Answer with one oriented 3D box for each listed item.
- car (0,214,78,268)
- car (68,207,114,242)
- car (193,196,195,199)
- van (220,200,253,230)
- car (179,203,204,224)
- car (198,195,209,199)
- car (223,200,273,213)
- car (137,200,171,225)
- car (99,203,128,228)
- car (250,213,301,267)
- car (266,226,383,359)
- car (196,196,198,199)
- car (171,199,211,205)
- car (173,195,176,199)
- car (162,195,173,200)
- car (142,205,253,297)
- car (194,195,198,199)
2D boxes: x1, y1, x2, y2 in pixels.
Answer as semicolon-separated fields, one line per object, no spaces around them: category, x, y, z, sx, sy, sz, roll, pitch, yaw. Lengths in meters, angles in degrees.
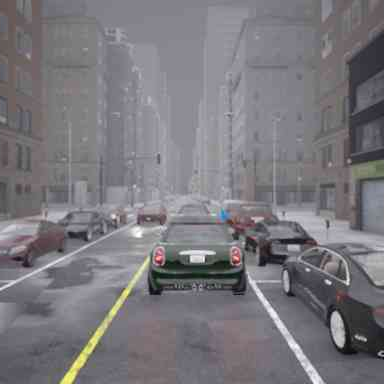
car;-5.651;1.637;11.476;1.802;1.307;4.206;0;0;0
car;-5.642;1.648;17.001;1.947;1.339;4.313;0;0;0
car;2.097;2.072;94.672;1.887;1.381;4.507;0;0;-1
van;2.893;1.450;22.519;1.690;1.788;3.998;0;0;0
car;0.039;1.656;27.111;1.812;1.442;4.674;0;0;2
car;2.675;1.785;66.408;1.967;1.590;4.097;0;0;-1
car;2.884;1.397;16.996;2.192;1.841;5.009;0;0;0
car;-2.969;1.600;25.402;1.882;1.535;5.008;0;-1;0
car;-5.633;1.548;22.526;1.967;1.590;4.097;0;0;0
car;2.875;1.622;11.471;1.947;1.339;4.313;0;0;0
car;2.867;1.580;5.947;2.008;1.369;4.403;0;0;0
car;2.444;1.993;77.715;1.802;1.307;4.206;0;0;-1
car;0.130;1.441;18.300;2.097;1.767;4.553;0;0;1
car;-6.427;1.841;94.513;2.192;1.841;5.009;0;0;-1
car;-6.079;1.849;77.550;1.967;1.590;4.097;0;0;-1
car;0.114;1.395;8.892;2.097;1.767;4.553;0;0;0
car;2.213;2.064;89.018;1.802;1.307;4.206;0;0;-1
